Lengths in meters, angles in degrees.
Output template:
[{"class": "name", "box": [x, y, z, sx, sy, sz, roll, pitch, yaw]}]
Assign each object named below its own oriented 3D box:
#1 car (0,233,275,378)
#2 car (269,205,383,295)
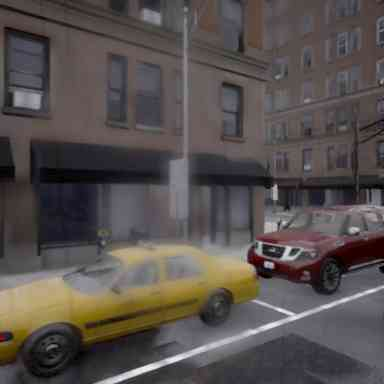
[{"class": "car", "box": [-0.984, 1.525, 5.500, 4.829, 1.417, 1.752, 0, 0, -36]}, {"class": "car", "box": [3.777, 1.311, 8.898, 5.009, 1.841, 2.192, 0, 0, -36]}]
